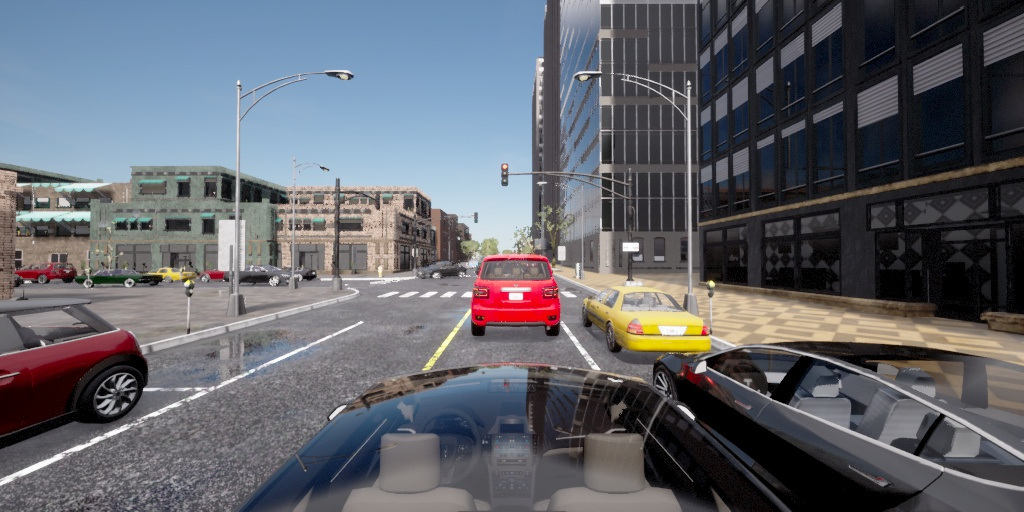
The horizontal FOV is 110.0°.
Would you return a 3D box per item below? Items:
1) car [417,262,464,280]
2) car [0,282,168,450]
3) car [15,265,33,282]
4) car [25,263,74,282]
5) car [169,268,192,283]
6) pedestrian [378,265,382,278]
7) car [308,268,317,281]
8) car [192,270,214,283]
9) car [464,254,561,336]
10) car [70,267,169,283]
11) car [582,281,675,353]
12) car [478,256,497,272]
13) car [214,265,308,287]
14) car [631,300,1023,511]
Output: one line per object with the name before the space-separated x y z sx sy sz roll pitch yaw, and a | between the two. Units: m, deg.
car | -6.052 1.269 31.446 1.837 1.490 4.892 3 1 37
car | -5.692 1.190 2.852 1.967 1.591 4.097 0 0 0
car | -38.501 1.591 25.919 4.892 1.490 1.837 -1 -1 1
car | -41.664 1.522 31.723 5.009 1.841 2.192 0 0 1
car | -30.738 1.627 31.606 4.829 1.417 1.751 0 0 1
pedestrian | -12.611 1.398 34.365 0.375 1.300 0.375 0 0 1
car | -19.473 1.561 31.485 4.313 1.339 1.948 0 0 1
car | -25.020 1.488 31.545 4.097 1.591 1.967 0 0 1
car | 0.082 0.975 10.503 2.150 2.045 5.566 0 0 0
car | -28.088 1.587 25.794 4.718 1.301 1.895 -1 -1 1
car | 2.814 1.277 8.628 1.751 1.417 4.829 0 0 0
car | -3.192 0.991 47.029 2.150 2.045 5.566 0 0 0
car | -17.885 1.381 25.703 4.902 1.511 2.128 -1 -1 2
car | 2.656 1.316 2.815 1.948 1.339 4.313 0 0 0
